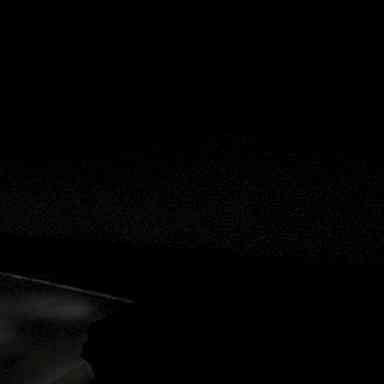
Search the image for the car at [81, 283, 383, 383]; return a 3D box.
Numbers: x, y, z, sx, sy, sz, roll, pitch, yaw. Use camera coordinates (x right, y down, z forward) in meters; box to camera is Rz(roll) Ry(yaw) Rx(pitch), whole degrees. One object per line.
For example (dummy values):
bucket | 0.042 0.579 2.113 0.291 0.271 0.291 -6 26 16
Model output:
car | 1.158 1.589 3.024 4.718 1.301 1.895 0 0 34
